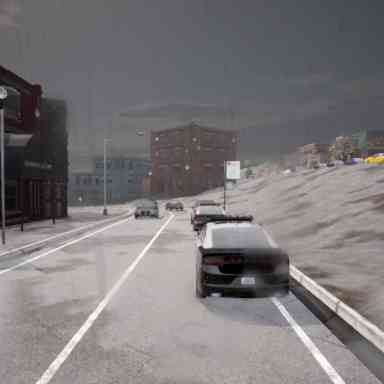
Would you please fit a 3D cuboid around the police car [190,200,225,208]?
[{"bbox_3d":[0.975,1.425,18.667,1.930,1.638,5.238,0,0,0],"label":"police car"}]

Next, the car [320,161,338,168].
[{"bbox_3d":[21.660,-3.969,49.867,2.231,1.521,4.892,0,1,-2],"label":"car"}]

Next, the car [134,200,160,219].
[{"bbox_3d":[-3.871,1.632,29.287,1.994,1.385,4.181,0,-1,-2],"label":"car"}]

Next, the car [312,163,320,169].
[{"bbox_3d":[21.509,-4.048,55.385,2.231,1.521,4.892,0,1,-1],"label":"car"}]

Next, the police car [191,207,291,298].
[{"bbox_3d":[1.016,1.421,8.662,1.930,1.638,5.238,0,0,0],"label":"police car"}]

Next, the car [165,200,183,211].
[{"bbox_3d":[-2.481,1.863,46.247,1.812,1.442,4.674,0,-1,-16],"label":"car"}]

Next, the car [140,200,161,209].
[{"bbox_3d":[-7.404,2.214,58.844,1.837,1.490,4.892,-1,-2,-31],"label":"car"}]

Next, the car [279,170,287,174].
[{"bbox_3d":[21.085,-4.206,71.813,2.002,1.452,4.674,0,1,-1],"label":"car"}]

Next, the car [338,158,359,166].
[{"bbox_3d":[21.915,-3.832,44.326,2.002,1.452,4.674,0,1,-3],"label":"car"}]

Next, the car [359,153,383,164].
[{"bbox_3d":[22.290,-3.770,38.791,2.097,1.535,5.008,0,1,-4],"label":"car"}]

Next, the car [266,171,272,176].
[{"bbox_3d":[20.796,-4.499,83.004,2.185,1.767,4.553,0,1,-1],"label":"car"}]

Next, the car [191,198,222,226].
[{"bbox_3d":[0.951,1.378,24.532,2.097,1.767,4.553,0,0,0],"label":"car"}]

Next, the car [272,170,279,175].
[{"bbox_3d":[20.938,-4.438,77.485,2.185,1.767,4.553,0,1,-1],"label":"car"}]

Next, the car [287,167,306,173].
[{"bbox_3d":[21.226,-4.307,66.320,2.185,1.767,4.553,0,1,-1],"label":"car"}]
